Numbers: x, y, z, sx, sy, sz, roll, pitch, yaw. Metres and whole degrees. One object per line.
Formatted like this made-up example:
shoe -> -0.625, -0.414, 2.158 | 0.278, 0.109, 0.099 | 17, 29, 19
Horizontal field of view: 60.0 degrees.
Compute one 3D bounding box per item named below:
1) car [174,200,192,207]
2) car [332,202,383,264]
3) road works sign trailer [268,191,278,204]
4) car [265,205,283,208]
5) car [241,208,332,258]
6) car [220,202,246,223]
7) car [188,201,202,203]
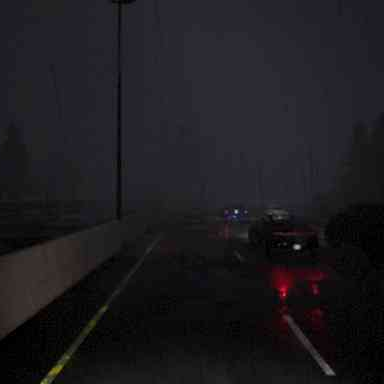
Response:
car -> -1.777, 2.346, 68.925 | 1.895, 1.301, 4.718 | 0, -1, 23
car -> 7.003, 1.363, 12.554 | 2.150, 2.045, 5.566 | 0, 0, 0
road works sign trailer -> 21.662, 1.418, 87.634 | 2.380, 3.560, 2.880 | -1, -1, 42
car -> 7.087, 1.841, 28.883 | 1.812, 1.442, 4.674 | 0, 0, 3
car -> 3.513, 1.641, 13.489 | 2.128, 1.511, 4.902 | 0, 0, 0
car -> 3.568, 1.661, 28.407 | 2.097, 1.767, 4.553 | 0, -1, 2
car -> 1.374, 2.242, 67.384 | 2.128, 1.511, 4.902 | 0, -1, 23
